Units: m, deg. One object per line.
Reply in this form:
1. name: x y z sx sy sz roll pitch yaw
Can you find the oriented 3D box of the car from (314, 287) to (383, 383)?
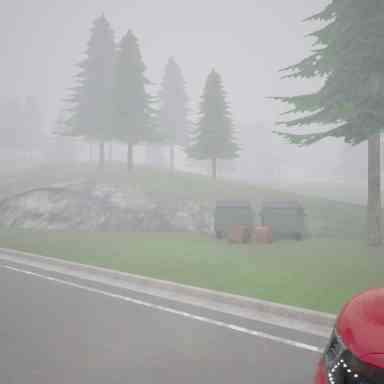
1. car: 3.492 1.221 1.499 5.566 2.045 2.150 0 0 36
